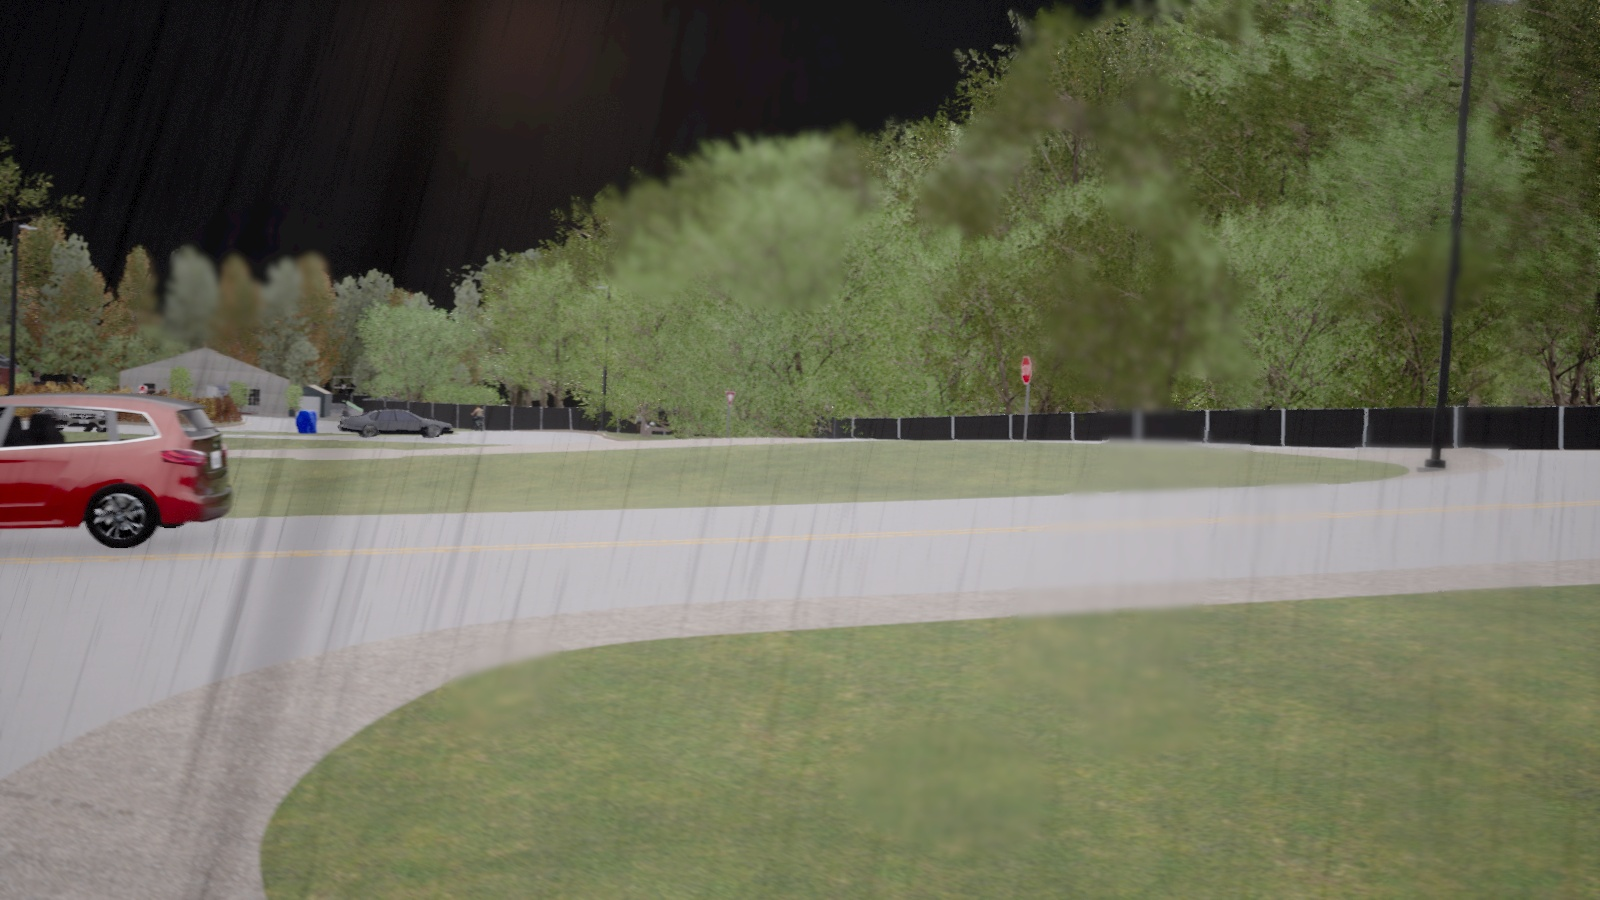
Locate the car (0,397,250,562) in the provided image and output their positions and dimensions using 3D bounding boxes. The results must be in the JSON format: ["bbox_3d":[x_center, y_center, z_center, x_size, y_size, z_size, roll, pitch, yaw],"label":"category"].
[{"bbox_3d":[-8.888,0.285,14.076,4.611,1.667,2.242,-2,3,-13],"label":"car"}]

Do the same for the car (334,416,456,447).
[{"bbox_3d":[-19.761,-0.931,61.334,5.357,1.411,2.033,-1,3,-28],"label":"car"}]

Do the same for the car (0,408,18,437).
[{"bbox_3d":[-46.226,-1.602,69.524,4.514,1.525,2.007,1,3,-8],"label":"car"}]
